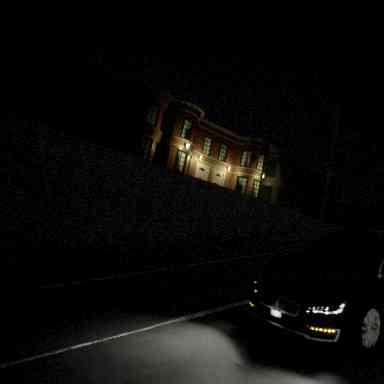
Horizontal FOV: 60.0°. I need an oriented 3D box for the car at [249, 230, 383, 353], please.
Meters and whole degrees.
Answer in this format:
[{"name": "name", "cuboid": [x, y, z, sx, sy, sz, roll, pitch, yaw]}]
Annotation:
[{"name": "car", "cuboid": [3.207, 1.537, 6.264, 4.892, 1.490, 1.837, 0, 0, -35]}]
